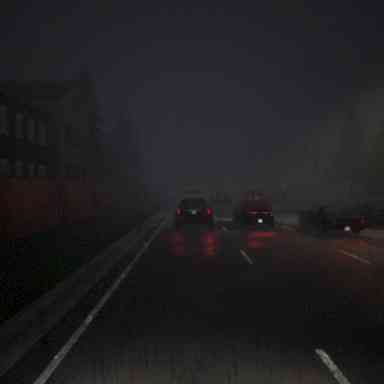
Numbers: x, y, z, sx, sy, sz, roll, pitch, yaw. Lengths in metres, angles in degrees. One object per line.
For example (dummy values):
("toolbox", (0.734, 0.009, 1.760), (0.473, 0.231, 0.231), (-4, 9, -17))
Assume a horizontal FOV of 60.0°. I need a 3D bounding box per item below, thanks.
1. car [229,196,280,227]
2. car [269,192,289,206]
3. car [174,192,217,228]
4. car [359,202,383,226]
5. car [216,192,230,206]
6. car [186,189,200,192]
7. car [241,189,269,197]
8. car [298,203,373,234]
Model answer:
("car", (3.603, 1.212, 19.963), (1.837, 1.490, 4.892), (0, 1, 0))
("car", (10.621, 0.734, 42.030), (2.097, 1.767, 4.553), (0, 1, 1))
("car", (0.103, 1.062, 19.639), (2.097, 1.767, 4.553), (0, 1, 0))
("car", (10.603, 1.272, 19.848), (1.994, 1.385, 4.181), (0, 1, 0))
("car", (3.616, 0.742, 41.484), (2.097, 1.767, 4.553), (0, 1, 0))
("car", (0.108, 0.630, 40.349), (2.150, 2.045, 5.566), (0, 1, 0))
("car", (7.100, 0.647, 39.174), (2.150, 2.045, 5.566), (0, 1, 0))
("car", (7.102, 1.344, 17.403), (1.895, 1.301, 4.718), (0, 1, 0))
